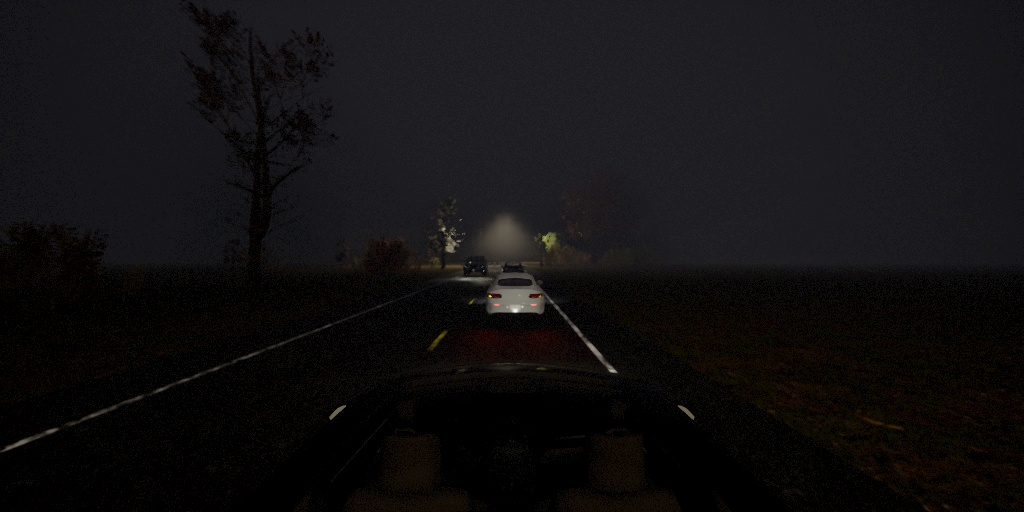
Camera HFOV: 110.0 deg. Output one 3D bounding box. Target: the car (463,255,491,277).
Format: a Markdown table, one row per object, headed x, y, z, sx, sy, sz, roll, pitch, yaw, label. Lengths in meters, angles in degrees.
| x | y | z | sx | sy | sz | roll | pitch | yaw | label |
| --- | --- | --- | --- | --- | --- | --- | --- | --- | --- |
| -3.614 | 0.965 | 36.493 | 2.150 | 2.045 | 5.566 | 0 | 0 | 0 | car |

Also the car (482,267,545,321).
| x | y | z | sx | sy | sz | roll | pitch | yaw | label |
| --- | --- | --- | --- | --- | --- | --- | --- | --- | --- |
| 0.093 | 1.275 | 12.341 | 1.812 | 1.442 | 4.674 | 0 | 0 | 0 | car |

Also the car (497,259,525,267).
| x | y | z | sx | sy | sz | roll | pitch | yaw | label |
| --- | --- | --- | --- | --- | --- | --- | --- | --- | --- |
| 0.085 | 1.238 | 30.321 | 2.128 | 1.511 | 4.902 | 0 | 0 | 0 | car |
